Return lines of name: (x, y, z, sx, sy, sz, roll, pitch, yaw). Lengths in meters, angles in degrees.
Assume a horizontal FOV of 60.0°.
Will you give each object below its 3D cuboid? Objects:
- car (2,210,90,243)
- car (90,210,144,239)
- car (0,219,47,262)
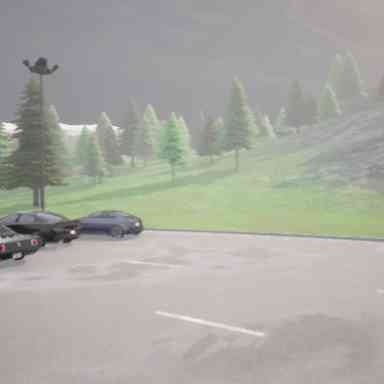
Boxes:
car: (-7.390, 1.581, 14.863, 5.008, 1.535, 1.882, -1, 0, 18)
car: (-4.675, 1.635, 17.620, 4.181, 1.385, 1.994, -1, 0, 20)
car: (-7.483, 1.702, 11.015, 4.718, 1.301, 1.895, -1, 0, 20)
